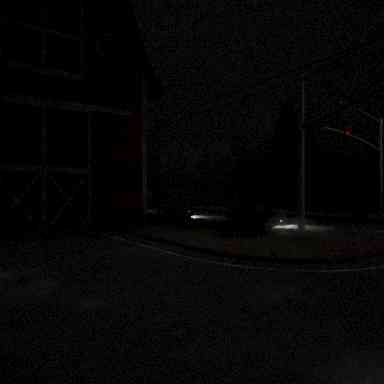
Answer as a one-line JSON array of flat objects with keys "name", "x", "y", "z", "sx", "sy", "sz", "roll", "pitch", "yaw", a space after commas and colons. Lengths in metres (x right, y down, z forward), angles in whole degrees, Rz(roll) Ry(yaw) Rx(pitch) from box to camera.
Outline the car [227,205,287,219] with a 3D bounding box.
[{"name": "car", "x": 4.948, "y": 1.724, "z": 26.249, "sx": 2.033, "sy": 1.411, "sz": 5.357, "roll": 0, "pitch": 0, "yaw": -34}]

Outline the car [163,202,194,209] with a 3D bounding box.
[{"name": "car", "x": -1.451, "y": 1.800, "z": 35.588, "sx": 1.994, "sy": 1.385, "sz": 4.181, "roll": 0, "pitch": 0, "yaw": -35}]

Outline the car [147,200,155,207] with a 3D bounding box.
[{"name": "car", "x": -7.323, "y": 1.893, "z": 50.704, "sx": 1.994, "sy": 1.385, "sz": 4.181, "roll": 0, "pitch": 0, "yaw": -34}]
